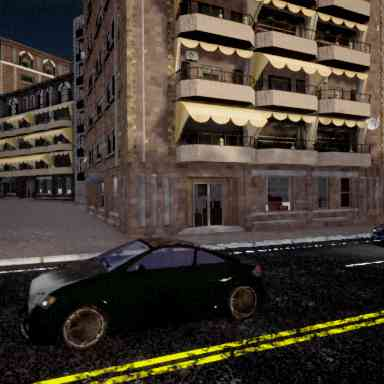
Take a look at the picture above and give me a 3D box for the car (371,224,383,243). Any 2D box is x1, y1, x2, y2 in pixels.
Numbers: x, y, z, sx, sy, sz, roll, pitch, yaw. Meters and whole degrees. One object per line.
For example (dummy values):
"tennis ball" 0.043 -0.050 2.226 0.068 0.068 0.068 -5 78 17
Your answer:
"car" 10.353 1.547 14.520 5.357 1.411 2.033 0 0 -24

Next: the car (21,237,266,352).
"car" -0.757 1.564 6.064 4.181 1.385 1.994 0 0 -23
